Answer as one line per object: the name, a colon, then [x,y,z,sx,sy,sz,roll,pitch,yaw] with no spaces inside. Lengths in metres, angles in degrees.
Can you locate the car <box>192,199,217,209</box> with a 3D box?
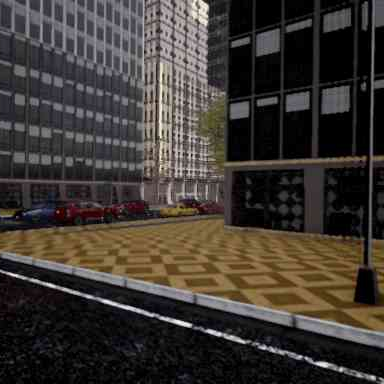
car: [2.038,1.884,52.811,1.947,1.339,4.313,1,0,36]

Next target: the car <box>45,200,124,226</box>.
car: [-7.983,1.523,25.163,2.192,1.841,5.009,1,0,36]

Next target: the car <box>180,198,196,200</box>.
car: [-0.896,1.640,44.451,2.097,1.767,4.553,1,0,37]

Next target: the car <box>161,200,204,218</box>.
car: [-1.177,1.834,34.369,1.752,1.417,4.829,1,0,36]

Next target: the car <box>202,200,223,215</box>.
car: [2.075,1.938,38.768,1.802,1.307,4.206,1,0,36]

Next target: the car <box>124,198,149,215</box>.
car: [-6.807,1.553,36.471,2.097,1.767,4.553,1,0,37]

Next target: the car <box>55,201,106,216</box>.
car: [-11.472,1.647,34.541,1.752,1.417,4.829,1,0,36]

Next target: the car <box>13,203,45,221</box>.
car: [-12.434,1.666,28.867,2.033,1.411,5.357,1,0,37]
